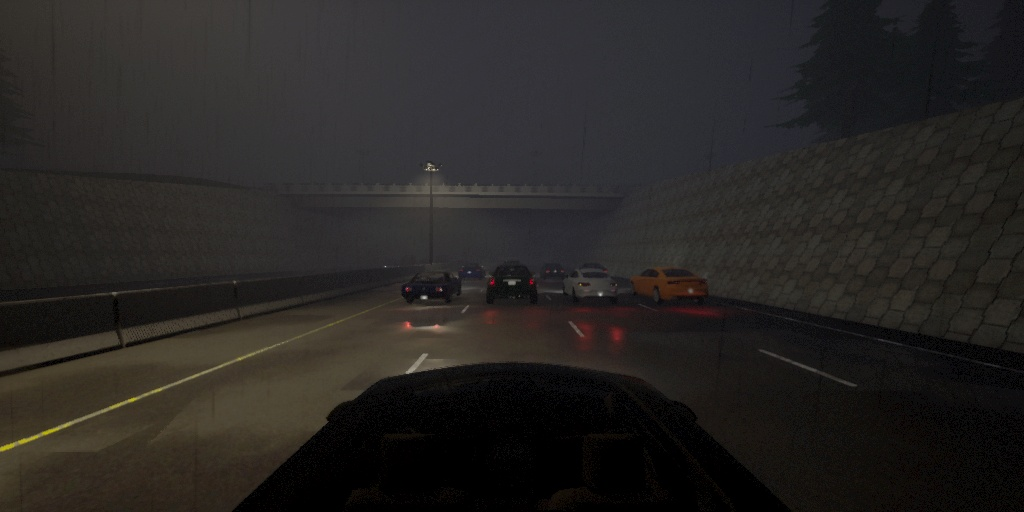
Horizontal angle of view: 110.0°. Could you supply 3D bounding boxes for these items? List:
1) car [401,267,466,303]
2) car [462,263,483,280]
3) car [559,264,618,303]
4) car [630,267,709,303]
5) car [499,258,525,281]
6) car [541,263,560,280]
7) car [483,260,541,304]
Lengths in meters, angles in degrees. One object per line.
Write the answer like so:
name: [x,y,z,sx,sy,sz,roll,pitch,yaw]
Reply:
car: [-3.500,1.363,16.530,1.895,1.301,4.718,0,0,0]
car: [-3.500,1.320,31.500,1.994,1.385,4.181,0,0,0]
car: [3.500,1.280,16.500,1.812,1.442,4.674,0,0,0]
car: [7.000,1.232,16.500,1.882,1.535,5.008,0,0,0]
car: [0.000,1.114,31.470,2.097,1.767,4.553,0,0,0]
car: [3.500,1.311,31.500,2.033,1.411,5.357,0,0,0]
car: [0.000,1.113,16.470,2.097,1.767,4.553,0,0,0]
